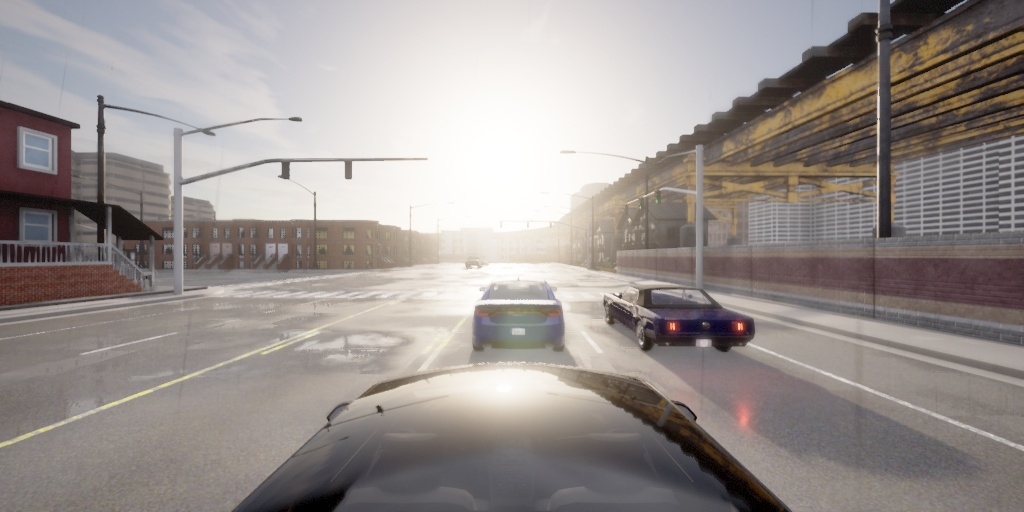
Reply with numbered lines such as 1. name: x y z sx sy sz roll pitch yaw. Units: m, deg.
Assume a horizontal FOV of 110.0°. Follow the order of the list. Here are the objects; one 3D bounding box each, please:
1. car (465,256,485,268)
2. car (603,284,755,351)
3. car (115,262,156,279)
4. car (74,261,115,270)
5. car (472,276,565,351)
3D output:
1. car: -6.324 0.963 59.236 2.150 2.045 5.566 0 0 2
2. car: 3.656 1.350 8.964 1.895 1.301 4.718 0 0 1
3. car: -32.801 1.250 30.006 4.892 1.490 1.837 0 0 0
4. car: -32.696 1.309 26.505 4.181 1.385 1.994 0 0 1
5. car: 0.157 1.227 9.003 1.882 1.535 5.008 0 0 1
